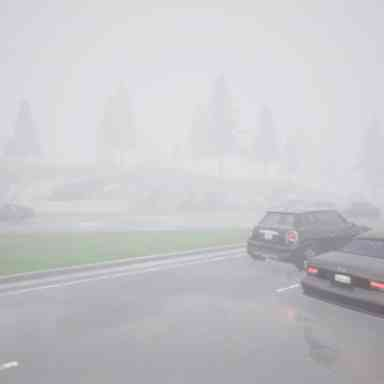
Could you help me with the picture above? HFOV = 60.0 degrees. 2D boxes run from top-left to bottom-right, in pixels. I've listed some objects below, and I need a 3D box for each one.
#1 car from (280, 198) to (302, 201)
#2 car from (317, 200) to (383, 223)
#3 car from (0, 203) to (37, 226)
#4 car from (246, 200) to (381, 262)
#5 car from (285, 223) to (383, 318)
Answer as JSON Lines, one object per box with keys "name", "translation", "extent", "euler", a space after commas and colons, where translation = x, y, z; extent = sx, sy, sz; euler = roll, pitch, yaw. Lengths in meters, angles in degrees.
{"name": "car", "translation": [10.401, 1.391, 27.804], "extent": [5.357, 1.411, 2.033], "euler": [0, 0, -21]}
{"name": "car", "translation": [11.802, 1.369, 24.619], "extent": [4.674, 1.442, 1.812], "euler": [0, 0, -21]}
{"name": "car", "translation": [-13.430, 1.514, 23.086], "extent": [4.902, 1.511, 2.128], "euler": [0, 0, -7]}
{"name": "car", "translation": [3.993, 1.292, 10.769], "extent": [4.553, 1.767, 2.097], "euler": [-1, 0, -33]}
{"name": "car", "translation": [4.614, 1.495, 7.050], "extent": [5.357, 1.411, 2.033], "euler": [-1, 0, -35]}
